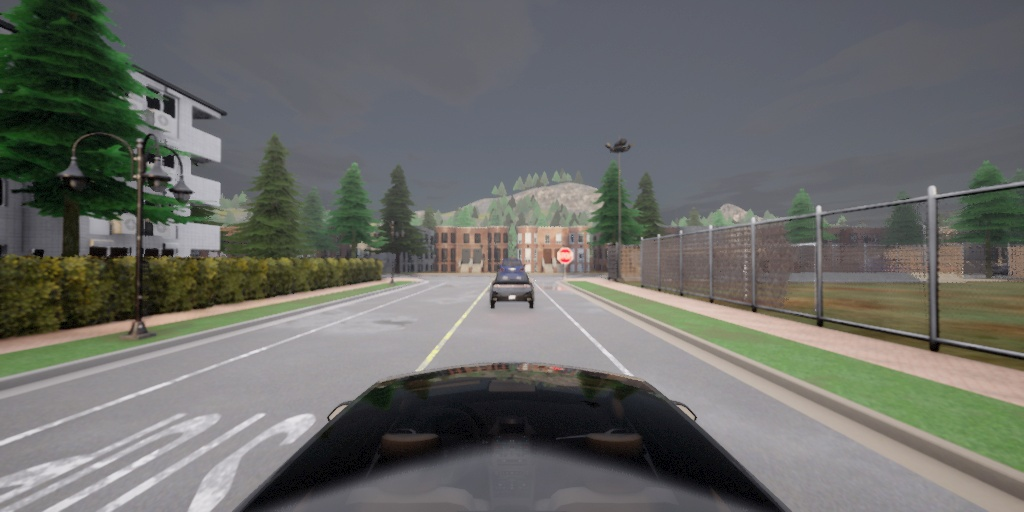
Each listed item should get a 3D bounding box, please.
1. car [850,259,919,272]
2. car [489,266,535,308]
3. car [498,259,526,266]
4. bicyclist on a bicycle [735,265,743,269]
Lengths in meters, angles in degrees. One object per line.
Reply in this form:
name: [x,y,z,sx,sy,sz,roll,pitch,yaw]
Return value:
car: [41.051,1.371,39.950,5.566,2.045,2.150,0,-1,0]
car: [0.007,1.398,16.149,2.128,1.511,4.902,0,-1,0]
car: [0.012,1.282,30.880,2.150,2.045,5.566,0,0,0]
bicyclist on a bicycle: [21.738,1.393,34.466,0.582,1.620,1.656,0,-1,0]
